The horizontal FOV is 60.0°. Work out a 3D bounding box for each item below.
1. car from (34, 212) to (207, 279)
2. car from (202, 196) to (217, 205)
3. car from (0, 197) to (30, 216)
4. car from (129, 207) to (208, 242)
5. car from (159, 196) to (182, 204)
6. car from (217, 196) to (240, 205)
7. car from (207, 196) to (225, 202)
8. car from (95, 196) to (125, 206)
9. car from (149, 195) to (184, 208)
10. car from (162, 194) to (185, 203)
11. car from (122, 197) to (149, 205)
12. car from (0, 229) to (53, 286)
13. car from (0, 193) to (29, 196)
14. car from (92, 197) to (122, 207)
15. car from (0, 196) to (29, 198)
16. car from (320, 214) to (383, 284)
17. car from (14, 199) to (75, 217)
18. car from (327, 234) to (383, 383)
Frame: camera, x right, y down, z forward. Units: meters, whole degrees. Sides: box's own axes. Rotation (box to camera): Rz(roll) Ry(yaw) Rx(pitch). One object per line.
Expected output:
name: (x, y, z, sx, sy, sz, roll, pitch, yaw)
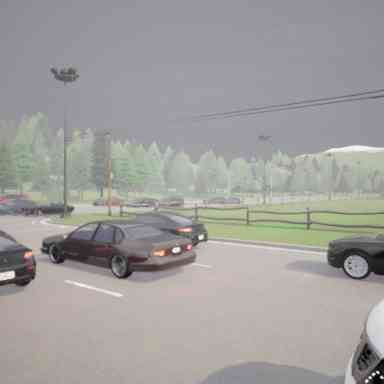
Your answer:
car: (-2.420, 1.542, 10.077, 5.357, 1.411, 2.033, 0, 0, 37)
car: (3.723, 1.579, 60.242, 1.895, 1.301, 4.718, 0, 0, 37)
car: (-16.786, 1.526, 32.372, 2.033, 1.411, 5.357, 0, 0, 33)
car: (-1.507, 1.520, 13.764, 4.674, 1.442, 1.812, 0, 0, 36)
car: (-4.031, 1.538, 61.583, 1.994, 1.385, 4.181, 0, 0, 37)
car: (6.768, 1.544, 58.476, 1.994, 1.385, 4.181, 0, 0, 37)
car: (5.403, 1.513, 73.959, 1.994, 1.385, 4.181, 0, 0, 37)
car: (-13.519, 1.497, 54.849, 1.812, 1.442, 4.674, 0, 0, 37)
car: (-3.136, 1.487, 45.378, 1.837, 1.490, 4.892, 0, 0, 37)
car: (-3.742, 1.324, 67.682, 2.097, 1.767, 4.553, 0, 0, 37)
car: (-6.910, 1.482, 46.187, 1.837, 1.490, 4.892, 0, 0, 37)
car: (-5.582, 1.520, 8.071, 4.674, 1.442, 1.812, 0, 0, 36)
car: (-23.142, 1.194, 41.739, 2.150, 2.045, 5.566, 0, 0, 35)
car: (-12.866, 1.538, 49.909, 1.994, 1.385, 4.181, 0, 0, 37)
car: (-20.772, 1.481, 39.003, 1.837, 1.490, 4.892, 0, 0, 35)
car: (6.024, 1.478, 8.264, 5.008, 1.535, 1.882, 0, 0, 36)
car: (-13.492, 1.582, 31.023, 1.895, 1.301, 4.718, 0, 0, 33)
car: (3.646, 1.223, 1.320, 5.566, 2.045, 2.150, 0, 0, 36)
